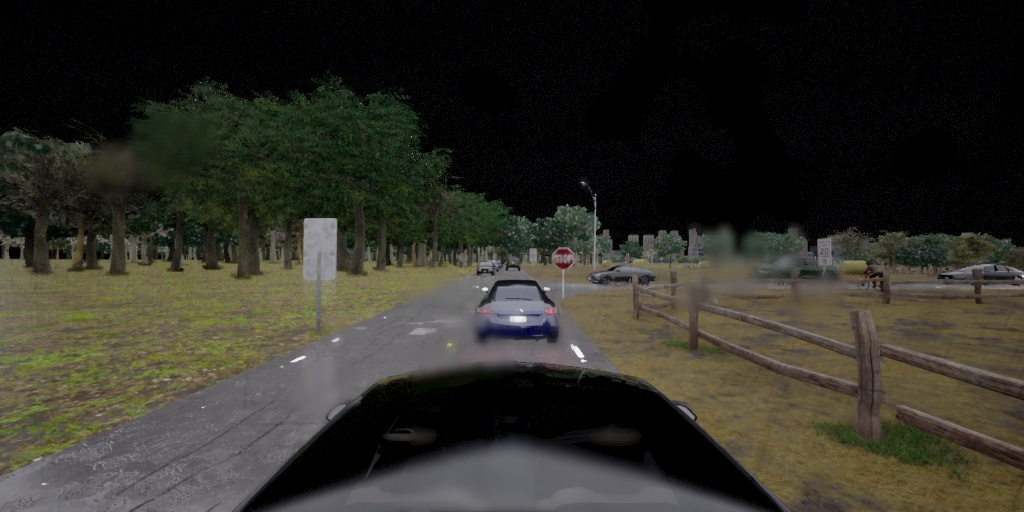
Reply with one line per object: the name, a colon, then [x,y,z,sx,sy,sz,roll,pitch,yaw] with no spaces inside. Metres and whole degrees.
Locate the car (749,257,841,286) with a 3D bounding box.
car: [20.332,1.080,25.854,5.566,2.045,2.150,1,-2,0]

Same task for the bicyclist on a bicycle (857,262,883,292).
bicyclist on a bicycle: [19.932,1.168,19.864,0.582,1.620,1.656,0,0,0]

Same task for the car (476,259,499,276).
car: [-2.799,1.346,39.424,1.837,1.490,4.892,0,0,0]

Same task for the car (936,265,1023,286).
car: [33.719,1.378,25.858,4.892,1.490,1.837,0,-2,0]

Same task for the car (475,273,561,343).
car: [0.114,1.322,9.663,1.994,1.385,4.181,0,0,-1]

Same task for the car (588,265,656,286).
car: [7.756,1.350,25.433,4.674,1.442,1.812,0,-2,-6]

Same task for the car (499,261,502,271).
car: [-2.786,1.254,48.941,2.097,1.767,4.553,0,0,1]

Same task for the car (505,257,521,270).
car: [0.153,1.180,56.445,2.150,2.045,5.566,0,0,0]
